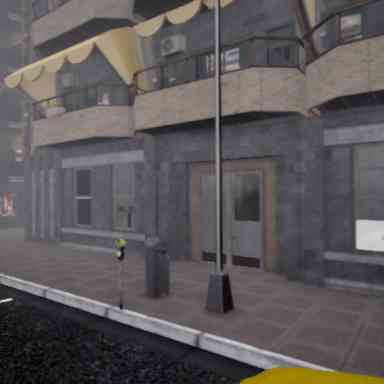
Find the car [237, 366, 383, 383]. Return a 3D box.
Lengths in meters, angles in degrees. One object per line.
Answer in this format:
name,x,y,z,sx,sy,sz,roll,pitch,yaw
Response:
car,2.091,1.523,1.235,4.829,1.417,1.752,0,0,36
